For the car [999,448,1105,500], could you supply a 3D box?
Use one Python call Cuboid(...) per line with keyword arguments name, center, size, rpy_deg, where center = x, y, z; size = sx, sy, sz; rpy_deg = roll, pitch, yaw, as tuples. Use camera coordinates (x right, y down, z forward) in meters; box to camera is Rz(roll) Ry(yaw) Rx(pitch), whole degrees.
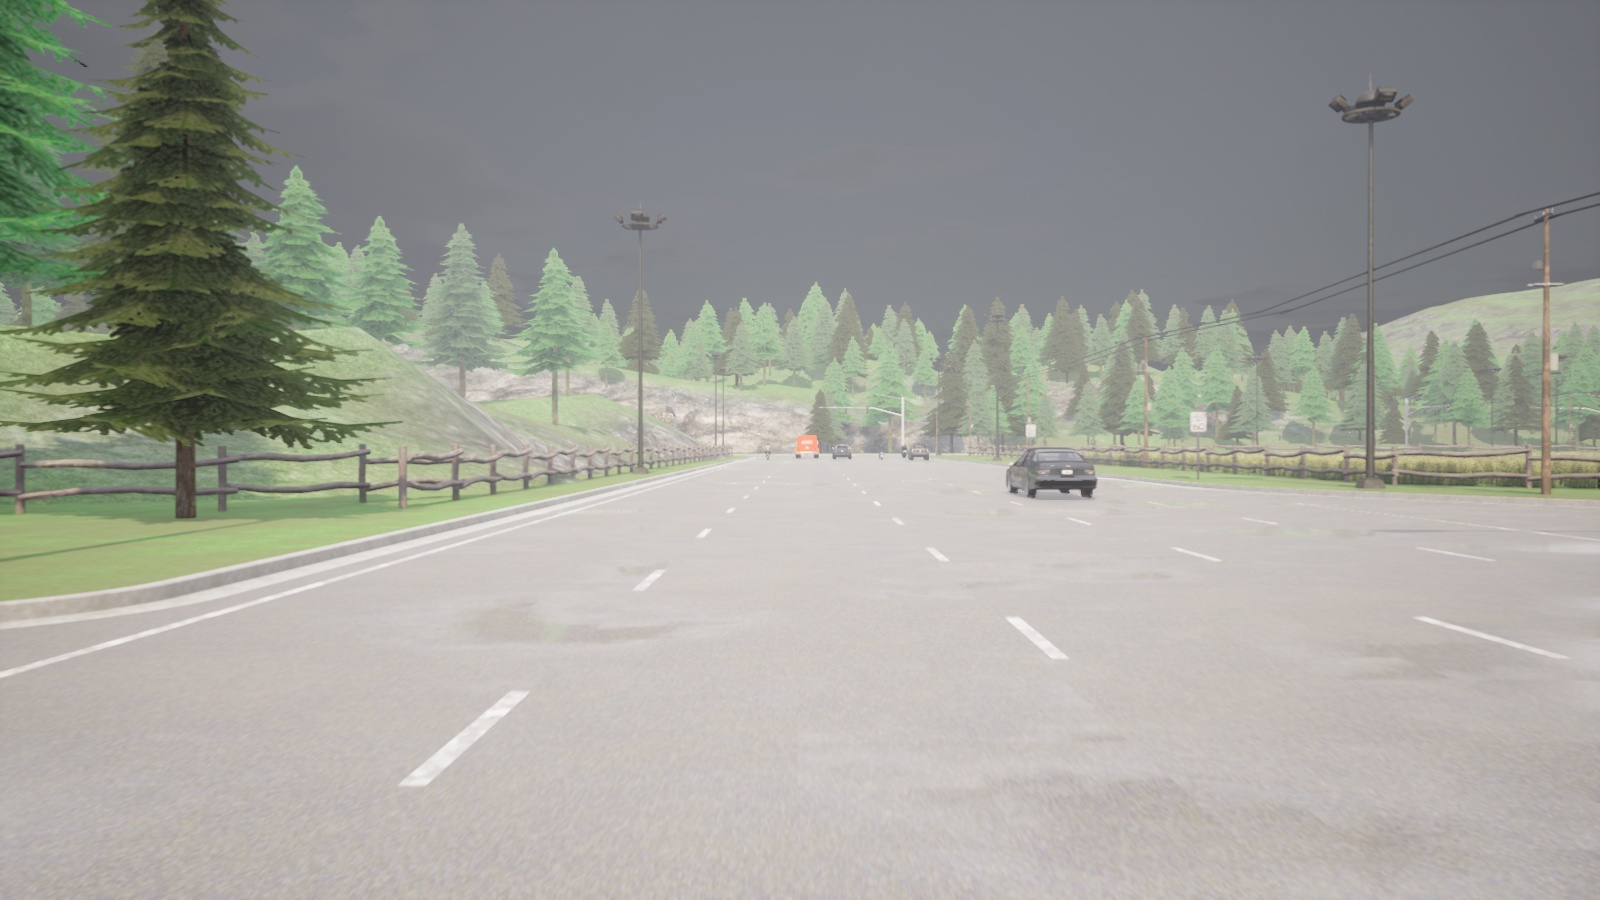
Cuboid(name="car", center=(7.222, 0.642, 36.523), size=(2.033, 1.411, 5.357), rpy_deg=(0, 0, 0))
